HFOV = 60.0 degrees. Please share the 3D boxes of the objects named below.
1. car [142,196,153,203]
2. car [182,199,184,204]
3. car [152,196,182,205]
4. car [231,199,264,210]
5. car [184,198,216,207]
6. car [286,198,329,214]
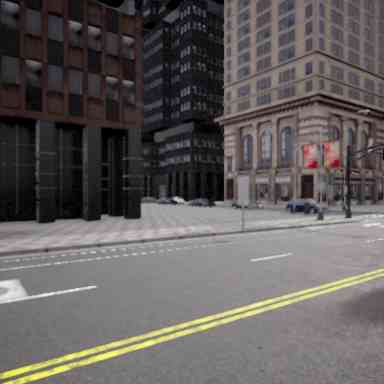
[{"bbox_3d":[-9.151,1.671,72.148,2.128,1.511,4.902,0,0,-35],"label":"car"},{"bbox_3d":[-3.156,1.656,63.837,1.812,1.442,4.674,0,0,-35],"label":"car"},{"bbox_3d":[-4.580,1.677,60.376,2.033,1.411,5.357,0,0,-35],"label":"car"},{"bbox_3d":[7.216,1.594,43.598,2.128,1.511,4.902,0,0,-35],"label":"car"},{"bbox_3d":[1.528,1.663,51.665,2.033,1.411,5.357,0,0,-35],"label":"car"},{"bbox_3d":[12.489,1.445,36.130,2.097,1.767,4.553,0,0,-35],"label":"car"}]
